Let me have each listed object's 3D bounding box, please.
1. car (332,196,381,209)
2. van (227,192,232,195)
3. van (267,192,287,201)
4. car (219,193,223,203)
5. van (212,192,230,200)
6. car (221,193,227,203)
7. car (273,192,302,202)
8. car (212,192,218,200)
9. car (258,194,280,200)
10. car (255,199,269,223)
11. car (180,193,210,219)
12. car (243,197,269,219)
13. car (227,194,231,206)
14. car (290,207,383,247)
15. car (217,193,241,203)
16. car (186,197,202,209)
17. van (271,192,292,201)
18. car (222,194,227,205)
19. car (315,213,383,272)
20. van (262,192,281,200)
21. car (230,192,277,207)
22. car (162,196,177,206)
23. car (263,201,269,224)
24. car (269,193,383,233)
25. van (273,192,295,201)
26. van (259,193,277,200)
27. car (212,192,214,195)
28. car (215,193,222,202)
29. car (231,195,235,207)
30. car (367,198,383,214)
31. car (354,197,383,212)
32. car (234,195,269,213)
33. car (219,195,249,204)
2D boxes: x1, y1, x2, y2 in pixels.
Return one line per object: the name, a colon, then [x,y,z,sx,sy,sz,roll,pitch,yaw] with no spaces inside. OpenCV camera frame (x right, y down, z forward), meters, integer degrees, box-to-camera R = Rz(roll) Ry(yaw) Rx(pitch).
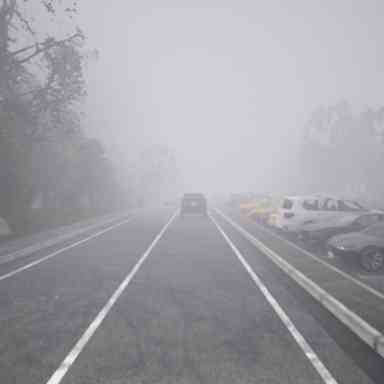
car: [20.165,1.304,40.850,5.008,1.535,2.097,0,0,1]
van: [7.223,1.084,43.809,4.442,1.987,1.878,0,0,1]
van: [20.393,1.049,79.765,4.442,1.987,1.878,0,0,1]
car: [7.152,1.333,52.139,4.792,1.488,2.163,0,0,1]
van: [7.364,1.126,85.435,4.442,1.987,1.878,0,-1,1]
car: [7.127,1.335,49.362,4.792,1.488,2.163,0,0,1]
car: [20.407,1.030,71.446,5.566,2.045,2.435,0,0,1]
car: [7.095,1.292,63.244,5.366,1.575,1.946,0,0,1]
car: [20.399,1.381,87.921,5.366,1.575,1.946,0,-1,0]
car: [6.913,1.438,21.613,4.892,1.521,2.231,0,1,1]
car: [0.148,1.093,28.061,2.150,2.045,5.566,0,0,0]
car: [6.746,1.407,24.390,5.366,1.575,1.946,0,1,1]
car: [7.111,1.342,41.033,4.792,1.488,2.163,0,0,1]
car: [6.837,1.515,13.285,5.008,1.535,2.097,0,1,1]
car: [7.275,1.168,66.019,4.553,1.767,2.185,0,0,1]
car: [0.216,1.391,43.363,1.994,1.385,4.181,0,0,0]
van: [20.600,1.051,76.860,4.442,1.987,1.878,0,0,1]
car: [7.102,1.338,46.586,4.792,1.488,2.163,0,0,1]
car: [6.778,1.571,10.509,4.792,1.488,2.163,0,1,1]
van: [20.441,1.116,85.156,4.442,1.987,1.878,0,-1,1]
car: [7.088,1.191,38.260,4.553,1.767,2.185,0,0,1]
car: [-3.185,1.342,48.849,1.812,1.442,4.674,0,0,1]
car: [7.067,1.460,18.835,5.366,1.575,1.946,0,1,1]
car: [6.885,1.238,16.058,5.566,2.045,2.435,0,1,1]
van: [20.577,1.053,74.215,4.442,1.987,1.878,0,0,1]
van: [20.725,1.201,90.693,4.442,1.987,1.878,0,-1,1]
car: [7.350,1.289,71.571,5.008,1.535,2.097,0,0,1]
car: [7.021,1.299,54.916,5.366,1.575,1.946,0,0,1]
car: [7.025,1.326,35.481,4.892,1.521,2.231,0,0,1]
car: [20.115,1.361,32.673,4.792,1.488,2.163,0,0,1]
car: [20.139,1.347,35.312,4.792,1.488,2.163,0,0,1]
car: [6.797,1.356,30.063,5.366,1.575,1.946,0,1,1]
car: [7.237,1.301,57.690,4.892,1.521,2.231,0,0,1]
